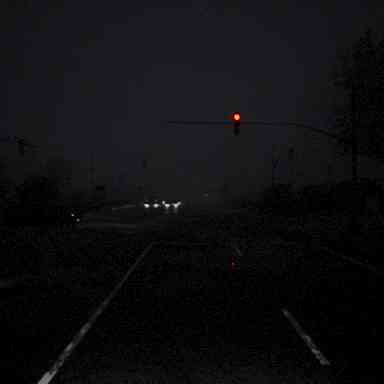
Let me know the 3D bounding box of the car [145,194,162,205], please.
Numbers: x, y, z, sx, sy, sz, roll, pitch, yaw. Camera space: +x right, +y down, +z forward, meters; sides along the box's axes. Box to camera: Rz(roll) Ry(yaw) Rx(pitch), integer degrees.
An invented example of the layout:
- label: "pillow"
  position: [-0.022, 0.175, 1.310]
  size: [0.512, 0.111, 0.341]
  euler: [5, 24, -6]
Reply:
- label: "car"
  position: [-7.042, 1.310, 59.459]
  size: [2.097, 1.767, 4.553]
  euler: [0, 0, 1]

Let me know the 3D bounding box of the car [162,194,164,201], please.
- label: "car"
  position: [-6.986, 1.302, 74.800]
  size: [2.097, 1.767, 4.553]
  euler: [0, 0, 0]

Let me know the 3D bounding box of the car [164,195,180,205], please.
- label: "car"
  position: [-3.540, 1.483, 59.536]
  size: [1.812, 1.442, 4.674]
  euler: [0, 0, 1]

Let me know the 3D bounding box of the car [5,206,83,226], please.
- label: "car"
  position: [-9.968, 1.591, 22.750]
  size: [4.718, 1.301, 1.895]
  euler: [0, 0, 3]
